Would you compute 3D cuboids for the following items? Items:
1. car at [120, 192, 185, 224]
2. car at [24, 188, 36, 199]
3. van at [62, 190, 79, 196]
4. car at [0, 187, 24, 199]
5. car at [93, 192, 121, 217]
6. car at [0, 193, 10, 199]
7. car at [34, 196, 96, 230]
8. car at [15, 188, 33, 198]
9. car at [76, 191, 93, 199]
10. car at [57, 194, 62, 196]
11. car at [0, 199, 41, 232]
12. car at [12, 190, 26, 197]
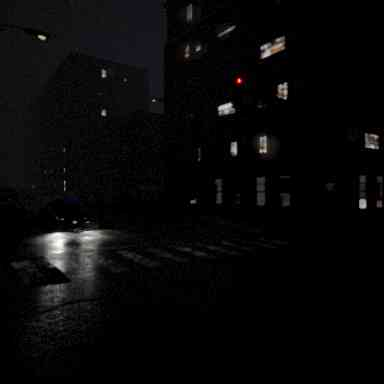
[{"bbox_3d":[-2.412,0.985,21.643,2.192,1.841,5.009,1,0,-36],"label":"car"},{"bbox_3d":[-28.149,0.485,57.558,1.947,1.339,4.313,1,0,-36],"label":"car"},{"bbox_3d":[-12.061,0.718,35.110,1.690,1.788,3.998,1,0,-36],"label":"van"},{"bbox_3d":[-21.224,0.438,38.100,2.150,2.045,5.566,0,1,-36],"label":"car"},{"bbox_3d":[-5.629,0.885,26.133,2.192,1.841,5.009,1,0,-36],"label":"car"},{"bbox_3d":[-15.662,1.014,25.741,1.887,1.381,4.507,1,0,-36],"label":"car"},{"bbox_3d":[-7.251,1.202,18.597,1.837,1.490,4.892,0,1,-36],"label":"car"},{"bbox_3d":[-31.361,0.146,62.047,2.192,1.841,5.009,1,0,-36],"label":"car"},{"bbox_3d":[-8.849,0.912,30.623,1.967,1.590,4.097,1,0,-36],"label":"car"},{"bbox_3d":[-15.283,0.865,39.600,1.802,1.307,4.206,1,0,-36],"label":"car"},{"bbox_3d":[-9.228,1.233,16.761,1.947,1.339,4.313,1,0,-36],"label":"car"},{"bbox_3d":[-34.584,0.290,66.538,1.887,1.381,4.507,1,0,-36],"label":"car"}]
